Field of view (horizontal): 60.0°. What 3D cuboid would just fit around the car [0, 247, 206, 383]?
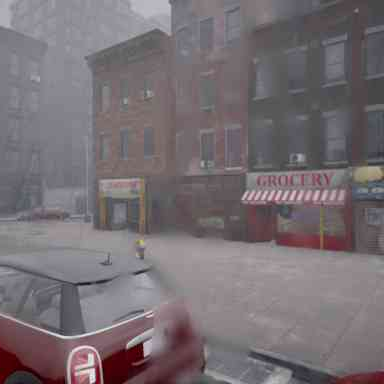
[{"bbox_3d":[-1.929,1.441,4.219,4.097,1.590,1.967,0,0,36],"label":"car"}]

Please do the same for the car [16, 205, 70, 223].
[{"bbox_3d":[-13.419,1.961,30.261,1.812,1.442,4.674,-1,-2,36],"label":"car"}]

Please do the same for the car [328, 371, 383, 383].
[{"bbox_3d":[2.533,1.544,0.998,4.507,1.381,1.887,0,0,36],"label":"car"}]
